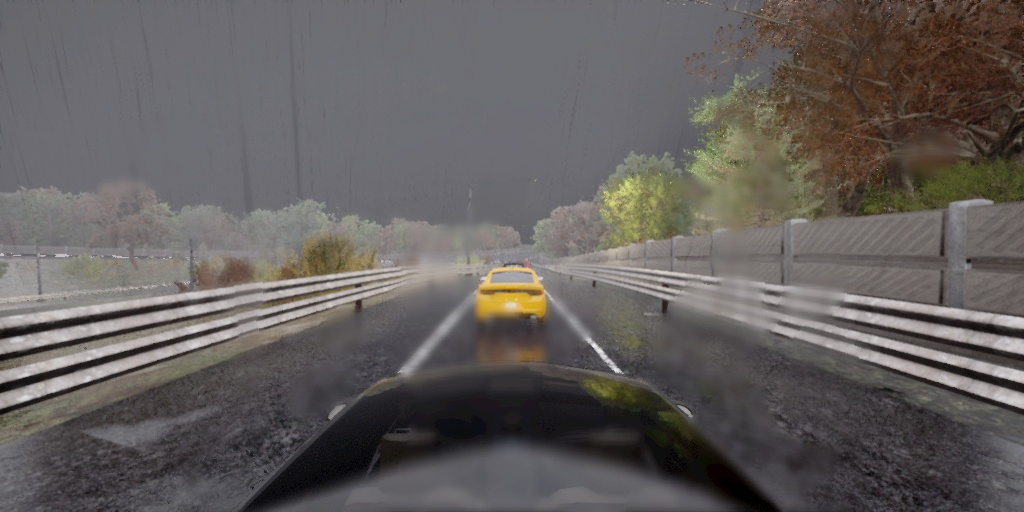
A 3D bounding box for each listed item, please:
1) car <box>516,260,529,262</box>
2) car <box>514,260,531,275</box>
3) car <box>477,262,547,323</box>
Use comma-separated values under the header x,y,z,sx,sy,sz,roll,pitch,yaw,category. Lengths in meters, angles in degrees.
x,y,z,sx,sy,sz,roll,pitch,yaw,category
0.158,1.216,23.969,1.837,1.490,4.892,0,-2,1,car
1.506,1.593,50.018,2.150,2.045,5.566,0,-1,4,car
0.007,1.098,11.478,1.882,1.535,5.008,0,0,0,car
